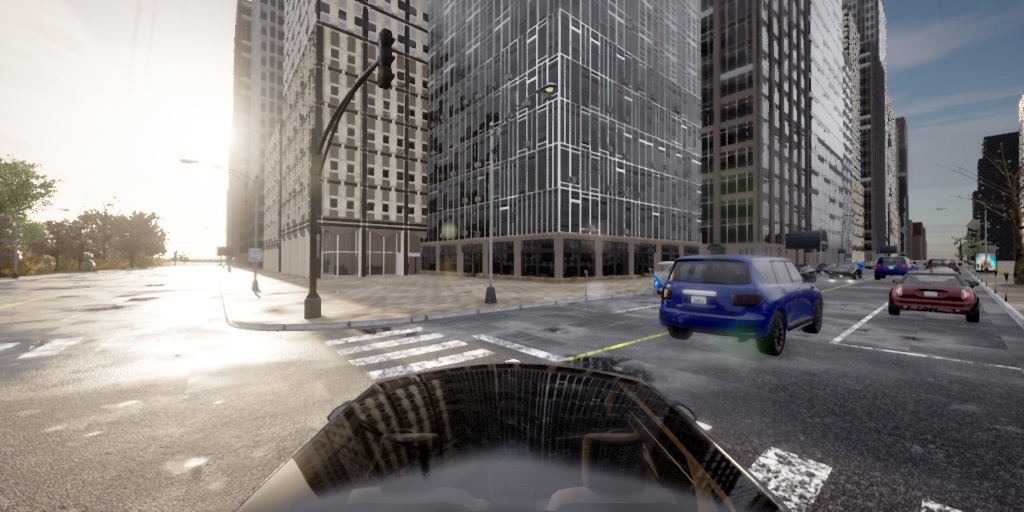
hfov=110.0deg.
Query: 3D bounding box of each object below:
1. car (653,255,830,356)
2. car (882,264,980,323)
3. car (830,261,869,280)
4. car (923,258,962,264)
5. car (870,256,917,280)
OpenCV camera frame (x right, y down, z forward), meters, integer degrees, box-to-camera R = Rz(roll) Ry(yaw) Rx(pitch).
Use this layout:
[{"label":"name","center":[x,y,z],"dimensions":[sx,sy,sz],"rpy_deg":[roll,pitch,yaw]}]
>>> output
[{"label":"car","center":[5.867,0.994,8.963],"dimensions":[5.566,2.045,2.150],"rpy_deg":[0,0,-39]},{"label":"car","center":[14.534,1.209,12.382],"dimensions":[4.097,1.591,1.967],"rpy_deg":[0,0,-39]},{"label":"car","center":[31.252,1.408,33.490],"dimensions":[5.357,1.411,2.033],"rpy_deg":[0,0,-39]},{"label":"car","center":[36.516,1.139,30.431],"dimensions":[5.009,1.841,2.192],"rpy_deg":[0,0,-39]},{"label":"car","center":[33.514,1.061,31.369],"dimensions":[5.566,2.045,2.150],"rpy_deg":[0,0,-38]}]
